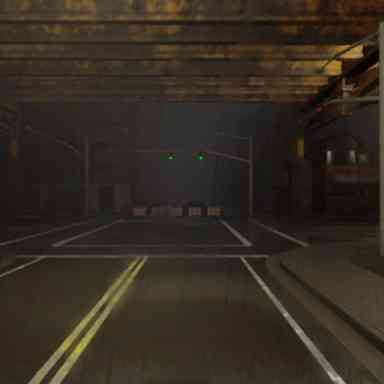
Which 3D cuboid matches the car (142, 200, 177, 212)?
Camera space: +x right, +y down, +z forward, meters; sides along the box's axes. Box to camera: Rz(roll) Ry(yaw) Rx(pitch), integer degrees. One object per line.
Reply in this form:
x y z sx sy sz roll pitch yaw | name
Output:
-3.620 1.553 37.676 1.853 1.218 4.536 0 0 25 | car

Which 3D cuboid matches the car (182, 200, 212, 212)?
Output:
0.501 1.551 37.370 1.853 1.218 4.536 0 0 -20 | car

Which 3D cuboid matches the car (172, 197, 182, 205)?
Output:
-3.278 1.947 72.438 2.038 1.542 4.974 0 0 0 | car

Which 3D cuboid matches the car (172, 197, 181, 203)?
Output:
-3.278 1.790 72.491 1.853 1.218 4.536 0 0 0 | car

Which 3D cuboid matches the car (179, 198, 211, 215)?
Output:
0.519 1.708 37.320 2.038 1.542 4.974 0 0 -20 | car

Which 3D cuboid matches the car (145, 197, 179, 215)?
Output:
-3.641 1.710 37.628 2.038 1.542 4.974 0 0 25 | car

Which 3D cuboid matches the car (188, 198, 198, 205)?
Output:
0.152 1.732 63.969 1.853 1.218 4.536 0 0 0 | car

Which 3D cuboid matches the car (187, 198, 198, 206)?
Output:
0.153 1.889 63.916 2.038 1.542 4.974 0 0 0 | car
